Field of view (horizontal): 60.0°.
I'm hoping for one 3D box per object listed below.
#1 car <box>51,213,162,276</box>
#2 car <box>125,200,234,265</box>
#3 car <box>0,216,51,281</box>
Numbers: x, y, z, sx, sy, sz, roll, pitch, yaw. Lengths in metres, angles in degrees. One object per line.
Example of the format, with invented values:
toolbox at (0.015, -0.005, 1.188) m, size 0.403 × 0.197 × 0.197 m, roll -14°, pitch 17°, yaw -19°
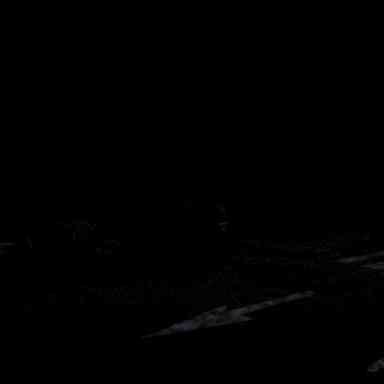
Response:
car at (-3.630, 1.521, 10.438) m, size 4.892 × 1.521 × 2.231 m, roll -1°, pitch -2°, yaw 34°
car at (-1.193, 1.302, 12.200) m, size 5.566 × 2.045 × 2.435 m, roll -1°, pitch -1°, yaw 34°
car at (-6.061, 1.360, 8.659) m, size 4.553 × 1.767 × 2.185 m, roll -1°, pitch -1°, yaw 34°
